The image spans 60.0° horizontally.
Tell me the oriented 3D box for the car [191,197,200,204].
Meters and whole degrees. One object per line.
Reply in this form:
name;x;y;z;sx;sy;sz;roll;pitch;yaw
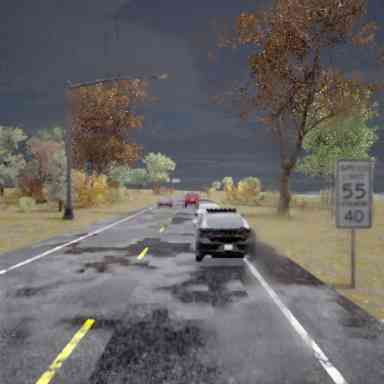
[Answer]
car;1.068;1.409;28.066;1.837;1.490;4.892;0;0;0

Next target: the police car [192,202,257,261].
police car;1.047;1.384;12.182;1.930;1.638;5.238;0;0;0

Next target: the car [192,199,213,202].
car;1.055;1.450;22.067;1.812;1.442;4.674;0;0;0

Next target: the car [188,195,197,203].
car;0.094;1.295;63.480;1.812;1.442;4.674;0;0;0

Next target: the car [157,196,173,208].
car;-3.533;1.322;44.423;1.882;1.535;5.008;0;0;0

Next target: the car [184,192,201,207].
car;0.069;1.060;46.692;2.150;2.045;5.566;0;1;0
